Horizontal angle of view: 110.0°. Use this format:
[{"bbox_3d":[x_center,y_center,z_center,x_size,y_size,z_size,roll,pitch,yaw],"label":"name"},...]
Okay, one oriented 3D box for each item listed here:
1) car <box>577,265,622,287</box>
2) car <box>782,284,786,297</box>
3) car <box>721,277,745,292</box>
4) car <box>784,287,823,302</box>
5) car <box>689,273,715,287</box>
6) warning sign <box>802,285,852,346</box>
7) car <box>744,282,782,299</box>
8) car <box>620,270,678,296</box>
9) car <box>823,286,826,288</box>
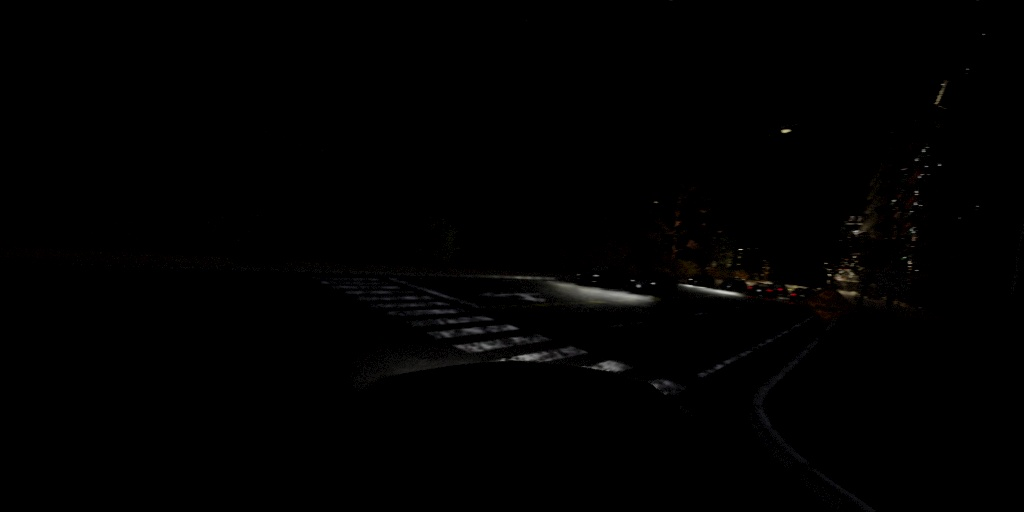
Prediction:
[{"bbox_3d":[6.707,1.387,26.175,1.882,1.535,5.008,8,2,44],"label":"car"},{"bbox_3d":[31.766,3.981,42.944,2.033,1.411,5.357,8,2,43],"label":"car"},{"bbox_3d":[25.358,3.217,40.820,2.128,1.511,4.902,8,2,44],"label":"car"},{"bbox_3d":[27.187,3.703,33.274,2.033,1.411,5.357,8,2,44],"label":"car"},{"bbox_3d":[22.701,2.861,42.720,1.837,1.490,4.892,8,2,44],"label":"car"},{"bbox_3d":[10.288,1.863,11.883,1.300,1.860,1.060,0,0,45],"label":"warning sign"},{"bbox_3d":[24.911,3.383,35.569,1.994,1.385,4.181,8,2,44],"label":"car"},{"bbox_3d":[9.902,1.821,24.821,2.128,1.511,4.902,8,2,44],"label":"car"},{"bbox_3d":[34.118,4.325,40.728,2.033,1.411,5.357,8,2,43],"label":"car"}]
